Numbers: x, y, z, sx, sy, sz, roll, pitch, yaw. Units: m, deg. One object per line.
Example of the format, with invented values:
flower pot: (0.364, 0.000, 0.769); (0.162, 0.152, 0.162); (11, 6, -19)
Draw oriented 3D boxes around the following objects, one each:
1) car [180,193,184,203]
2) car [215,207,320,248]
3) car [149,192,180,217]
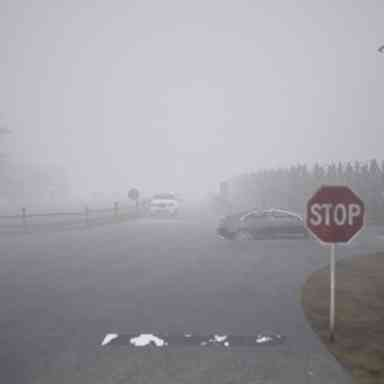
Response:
car: (-2.163, 0.892, 51.596); (2.033, 1.411, 5.357); (0, 2, 1)
car: (3.400, 1.369, 13.786); (4.902, 1.511, 2.128); (-2, 1, 1)
car: (-2.452, 1.019, 29.757); (2.150, 2.045, 5.566); (0, 1, 0)
